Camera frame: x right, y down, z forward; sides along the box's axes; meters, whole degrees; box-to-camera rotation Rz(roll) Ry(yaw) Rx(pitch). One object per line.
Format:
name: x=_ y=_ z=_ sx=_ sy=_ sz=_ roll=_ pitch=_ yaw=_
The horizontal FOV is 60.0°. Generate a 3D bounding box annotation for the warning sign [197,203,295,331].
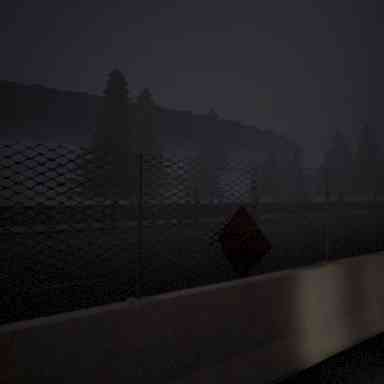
warning sign: x=0.910 y=1.152 z=5.810 sx=1.060 sy=1.860 sz=1.300 roll=1 pitch=0 yaw=-36
